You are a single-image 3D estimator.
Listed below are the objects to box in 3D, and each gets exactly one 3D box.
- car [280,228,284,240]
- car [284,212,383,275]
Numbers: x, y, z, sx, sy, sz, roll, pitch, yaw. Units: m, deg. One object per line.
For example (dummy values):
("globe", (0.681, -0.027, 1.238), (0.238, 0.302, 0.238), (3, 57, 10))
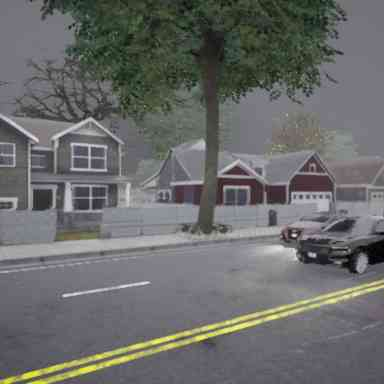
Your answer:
("car", (5.949, 1.627, 14.932), (4.181, 1.385, 1.994), (0, 0, -32))
("car", (5.529, 1.523, 10.813), (5.008, 1.535, 1.882), (0, 0, -32))
